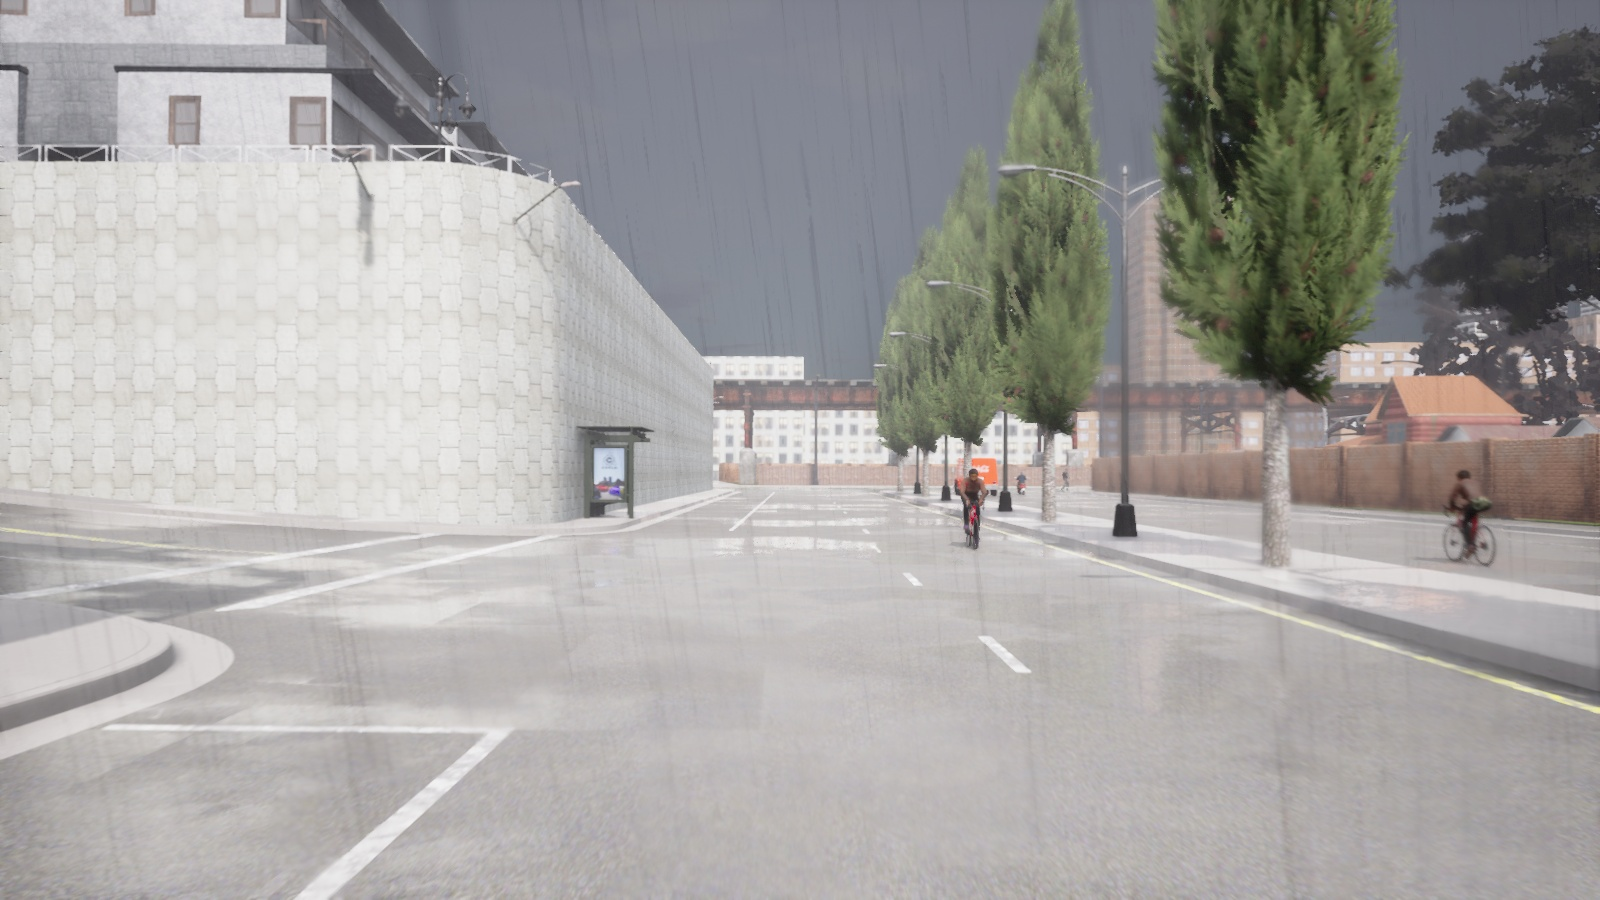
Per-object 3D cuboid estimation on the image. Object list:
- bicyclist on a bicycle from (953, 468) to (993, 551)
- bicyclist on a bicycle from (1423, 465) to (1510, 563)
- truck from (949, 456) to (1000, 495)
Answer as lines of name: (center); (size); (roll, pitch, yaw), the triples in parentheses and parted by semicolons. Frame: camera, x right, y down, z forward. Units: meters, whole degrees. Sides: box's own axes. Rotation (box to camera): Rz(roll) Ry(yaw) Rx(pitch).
bicyclist on a bicycle: (3.478, 1.172, 25.326); (0.582, 1.620, 1.656); (0, -1, 0)
bicyclist on a bicycle: (11.481, 1.084, 21.683); (0.582, 1.620, 1.656); (0, -1, 0)
truck: (11.421, 1.662, 82.429); (2.627, 2.467, 5.204); (0, -1, 0)
